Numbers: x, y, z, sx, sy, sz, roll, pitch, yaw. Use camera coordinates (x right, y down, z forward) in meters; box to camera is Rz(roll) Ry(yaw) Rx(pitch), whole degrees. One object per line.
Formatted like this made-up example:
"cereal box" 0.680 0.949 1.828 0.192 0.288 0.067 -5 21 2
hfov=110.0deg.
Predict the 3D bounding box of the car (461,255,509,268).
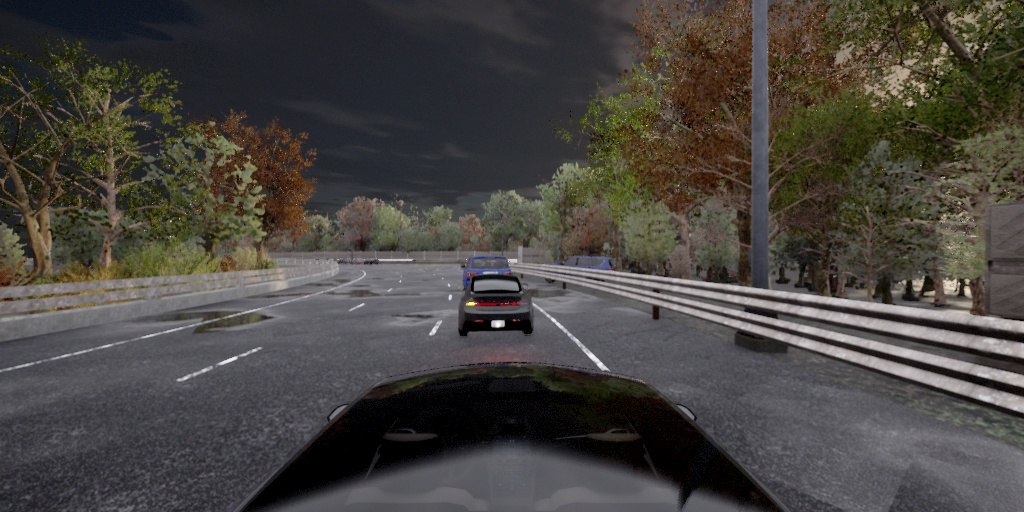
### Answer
"car" -1.326 0.977 17.857 2.150 2.045 5.566 0 0 -9

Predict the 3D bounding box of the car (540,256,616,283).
"car" 4.756 1.006 26.224 5.566 2.045 2.150 3 1 18

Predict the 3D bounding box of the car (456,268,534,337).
"car" -0.538 1.258 10.373 1.837 1.490 4.892 0 0 -5
